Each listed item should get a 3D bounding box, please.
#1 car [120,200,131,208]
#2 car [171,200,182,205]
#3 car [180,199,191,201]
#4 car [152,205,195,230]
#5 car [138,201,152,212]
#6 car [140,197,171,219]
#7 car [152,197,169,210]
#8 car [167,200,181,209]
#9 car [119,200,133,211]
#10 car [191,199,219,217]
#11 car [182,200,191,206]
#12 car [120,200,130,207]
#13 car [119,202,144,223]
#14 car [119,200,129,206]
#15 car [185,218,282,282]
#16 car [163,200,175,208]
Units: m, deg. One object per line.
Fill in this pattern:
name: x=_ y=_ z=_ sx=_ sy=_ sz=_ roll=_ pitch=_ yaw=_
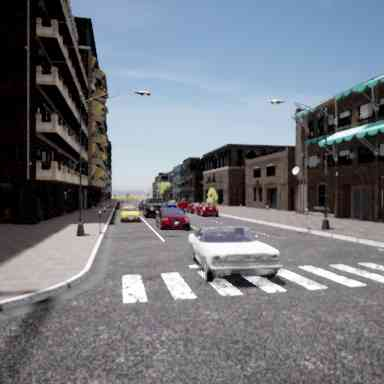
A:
car: x=-12.683 y=2.285 z=62.865 sx=1.947 sy=1.339 sz=4.313 roll=-1 pitch=-1 yaw=-12
car: x=-3.111 y=2.079 z=45.904 sx=1.994 sy=1.385 sz=4.181 roll=0 pitch=-1 yaw=-12
car: x=-0.876 y=1.852 z=47.976 sx=2.192 sy=1.841 sz=5.009 roll=-1 pitch=-1 yaw=-12
car: x=-1.405 y=1.817 z=23.177 sx=1.994 sy=1.385 sz=4.181 roll=0 pitch=-1 yaw=-12
car: x=-7.136 y=2.130 z=50.044 sx=1.837 sy=1.490 sz=4.892 roll=0 pitch=-1 yaw=-12
car: x=-3.894 y=1.609 z=34.706 sx=2.150 sy=2.045 sz=5.566 roll=0 pitch=-1 yaw=-11
car: x=-5.272 y=1.850 z=55.602 sx=2.150 sy=2.045 sz=5.566 roll=0 pitch=-1 yaw=-12
car: x=-3.319 y=2.195 z=59.235 sx=1.752 sy=1.417 sz=4.829 roll=-1 pitch=-1 yaw=-12
car: x=-10.280 y=2.028 z=51.770 sx=1.967 sy=1.590 sz=4.097 roll=-1 pitch=-1 yaw=-12
car: x=1.556 y=1.847 z=36.885 sx=1.967 sy=1.590 sz=4.097 roll=-1 pitch=-1 yaw=-12
car: x=0.332 y=2.054 z=42.426 sx=1.802 sy=1.307 sz=4.206 roll=-1 pitch=-1 yaw=-12
car: x=-13.888 y=2.330 z=68.413 sx=1.887 sy=1.381 sz=4.507 roll=-1 pitch=-1 yaw=-12
car: x=-5.490 y=1.852 z=29.398 sx=1.752 sy=1.417 sz=4.829 roll=-1 pitch=-1 yaw=-12
car: x=-15.093 y=2.402 z=73.961 sx=2.008 sy=1.369 sz=4.403 roll=-1 pitch=-1 yaw=-12
car: x=1.064 y=1.695 z=10.231 sx=1.895 sy=1.301 sz=4.718 roll=0 pitch=-1 yaw=-7
car: x=-4.487 y=2.315 z=64.616 sx=1.802 sy=1.307 sz=4.206 roll=-1 pitch=-1 yaw=-12
